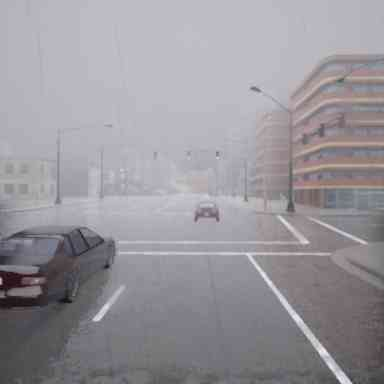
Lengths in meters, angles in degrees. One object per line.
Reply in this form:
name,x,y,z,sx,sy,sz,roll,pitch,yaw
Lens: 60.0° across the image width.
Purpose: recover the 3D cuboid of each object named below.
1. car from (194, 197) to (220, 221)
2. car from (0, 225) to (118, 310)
car,1.175,1.420,25.905,1.812,1.442,4.674,0,1,3
car,-3.254,1.511,8.000,2.033,1.411,5.357,0,0,0
